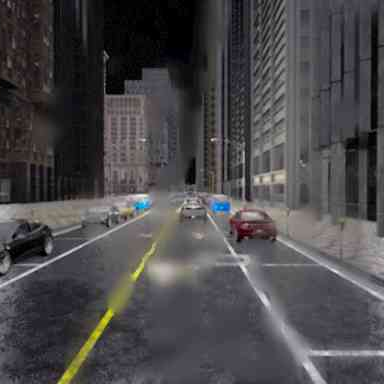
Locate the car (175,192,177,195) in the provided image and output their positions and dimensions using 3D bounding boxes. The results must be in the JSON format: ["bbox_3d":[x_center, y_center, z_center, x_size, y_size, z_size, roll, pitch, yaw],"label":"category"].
[{"bbox_3d":[-5.760,1.250,89.140,1.947,1.339,4.313,0,0,0],"label":"car"}]

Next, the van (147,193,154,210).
[{"bbox_3d":[-5.764,1.207,38.372,1.690,1.788,3.998,0,0,0],"label":"van"}]

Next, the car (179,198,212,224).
[{"bbox_3d":[0.102,1.408,24.029,2.128,1.511,4.902,0,0,0],"label":"car"}]

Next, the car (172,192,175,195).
[{"bbox_3d":[-5.761,1.270,77.859,1.887,1.381,4.507,0,0,0],"label":"car"}]

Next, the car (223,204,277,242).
[{"bbox_3d":[2.760,1.489,15.814,1.887,1.381,4.507,0,0,0],"label":"car"}]

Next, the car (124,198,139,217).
[{"bbox_3d":[-5.764,1.431,26.921,1.752,1.417,4.829,0,0,0],"label":"car"}]

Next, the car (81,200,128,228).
[{"bbox_3d":[-5.764,1.476,21.450,2.008,1.369,4.403,0,0,0],"label":"car"}]

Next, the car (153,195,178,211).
[{"bbox_3d":[-2.997,1.373,38.308,1.837,1.490,4.892,0,0,0],"label":"car"}]

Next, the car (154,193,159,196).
[{"bbox_3d":[-5.763,1.286,44.013,1.967,1.590,4.097,0,0,0],"label":"car"}]

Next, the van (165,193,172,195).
[{"bbox_3d":[-5.762,1.087,72.217,1.690,1.788,3.998,0,0,0],"label":"van"}]

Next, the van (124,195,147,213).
[{"bbox_3d":[-5.764,1.227,32.731,1.690,1.788,3.998,0,0,0],"label":"van"}]

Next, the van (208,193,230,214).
[{"bbox_3d":[2.761,1.227,32.735,1.690,1.788,3.998,0,0,0],"label":"van"}]

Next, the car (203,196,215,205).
[{"bbox_3d":[2.763,1.388,55.299,1.802,1.307,4.206,0,0,0],"label":"car"}]

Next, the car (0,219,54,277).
[{"bbox_3d":[-5.765,1.530,10.169,1.947,1.339,4.313,0,0,0],"label":"car"}]

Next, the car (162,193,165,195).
[{"bbox_3d":[-5.763,1.141,49.654,2.192,1.841,5.009,0,0,0],"label":"car"}]

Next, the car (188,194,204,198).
[{"bbox_3d":[0.102,1.345,41.817,2.128,1.511,4.902,0,0,0],"label":"car"}]

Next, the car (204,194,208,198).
[{"bbox_3d":[2.763,1.408,49.658,1.802,1.307,4.206,0,0,0],"label":"car"}]
